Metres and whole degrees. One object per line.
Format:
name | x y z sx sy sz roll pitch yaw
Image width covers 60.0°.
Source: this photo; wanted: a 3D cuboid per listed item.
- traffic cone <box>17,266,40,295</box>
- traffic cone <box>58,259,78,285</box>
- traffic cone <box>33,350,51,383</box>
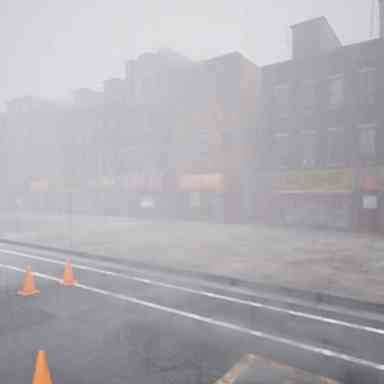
traffic cone | -3.649 1.952 7.434 0.340 0.580 0.340 0 0 36
traffic cone | -3.065 1.954 8.245 0.340 0.580 0.340 0 0 36
traffic cone | -1.572 1.952 3.473 0.340 0.580 0.340 0 0 36
